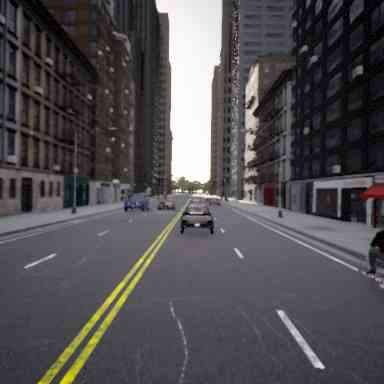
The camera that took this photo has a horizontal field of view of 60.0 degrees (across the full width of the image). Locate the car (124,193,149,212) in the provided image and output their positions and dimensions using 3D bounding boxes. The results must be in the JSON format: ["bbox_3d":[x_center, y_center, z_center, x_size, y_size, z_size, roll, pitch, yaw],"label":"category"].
[{"bbox_3d":[-6.192,1.139,37.809,2.150,2.045,5.566,1,0,1],"label":"car"}]

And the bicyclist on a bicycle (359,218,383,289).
[{"bbox_3d":[4.223,1.447,7.480,0.659,1.776,1.843,1,0,1],"label":"bicyclist on a bicycle"}]

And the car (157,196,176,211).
[{"bbox_3d":[-2.925,1.537,39.274,1.994,1.385,4.181,1,0,1],"label":"car"}]

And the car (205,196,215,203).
[{"bbox_3d":[4.007,1.646,73.739,1.994,1.385,4.181,1,0,1],"label":"car"}]

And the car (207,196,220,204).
[{"bbox_3d":[3.954,1.640,58.737,2.033,1.411,5.357,1,0,1],"label":"car"}]

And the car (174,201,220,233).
[{"bbox_3d":[0.305,1.511,19.902,2.128,1.511,4.902,1,0,1],"label":"car"}]

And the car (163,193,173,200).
[{"bbox_3d":[-5.683,1.082,78.739,2.033,1.411,5.357,1,0,1],"label":"car"}]

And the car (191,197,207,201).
[{"bbox_3d":[0.516,1.595,40.577,1.994,1.385,4.181,1,0,1],"label":"car"}]
